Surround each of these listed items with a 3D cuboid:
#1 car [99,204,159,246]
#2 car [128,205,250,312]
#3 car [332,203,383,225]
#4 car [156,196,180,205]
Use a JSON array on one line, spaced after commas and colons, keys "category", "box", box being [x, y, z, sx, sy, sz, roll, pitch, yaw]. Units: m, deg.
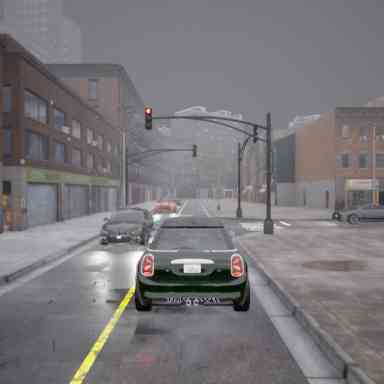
[{"category": "car", "box": [-2.824, 1.500, 15.298, 1.837, 1.490, 4.892, 0, 0, 0]}, {"category": "car", "box": [0.022, 1.349, 7.894, 2.097, 1.767, 4.553, 0, 0, 0]}, {"category": "car", "box": [12.054, 1.482, 23.220, 4.181, 1.385, 1.994, 0, 0, 0]}, {"category": "car", "box": [-2.787, 1.350, 36.290, 2.097, 1.767, 4.553, 0, 0, 0]}]
